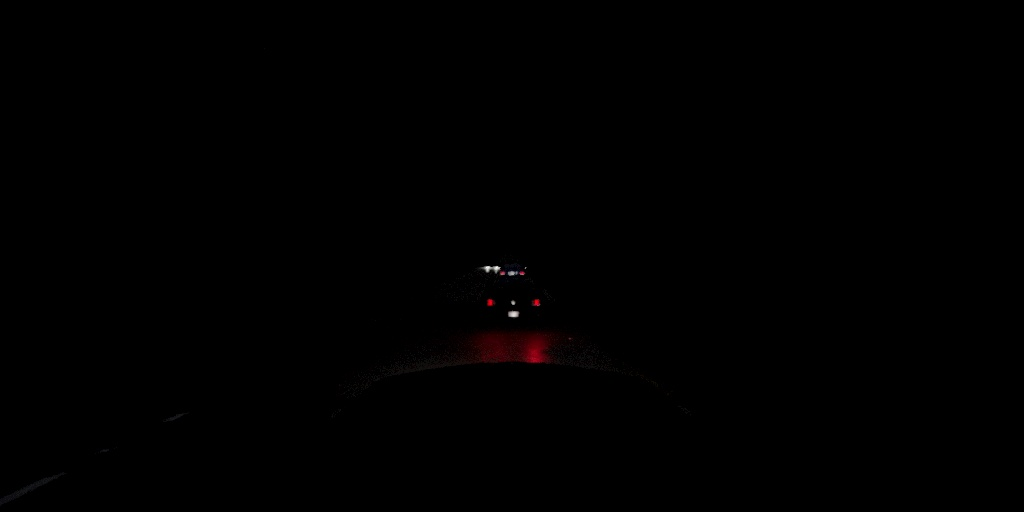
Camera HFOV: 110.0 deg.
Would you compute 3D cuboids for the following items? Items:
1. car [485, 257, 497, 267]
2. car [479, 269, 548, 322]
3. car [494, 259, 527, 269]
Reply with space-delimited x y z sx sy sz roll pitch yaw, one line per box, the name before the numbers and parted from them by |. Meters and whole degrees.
car | -2.831 0.856 51.672 1.994 1.385 4.181 0 1 0
car | 0.057 1.264 11.865 1.895 1.301 4.718 0 0 0
car | 0.044 1.096 25.093 2.033 1.411 5.357 0 1 1
